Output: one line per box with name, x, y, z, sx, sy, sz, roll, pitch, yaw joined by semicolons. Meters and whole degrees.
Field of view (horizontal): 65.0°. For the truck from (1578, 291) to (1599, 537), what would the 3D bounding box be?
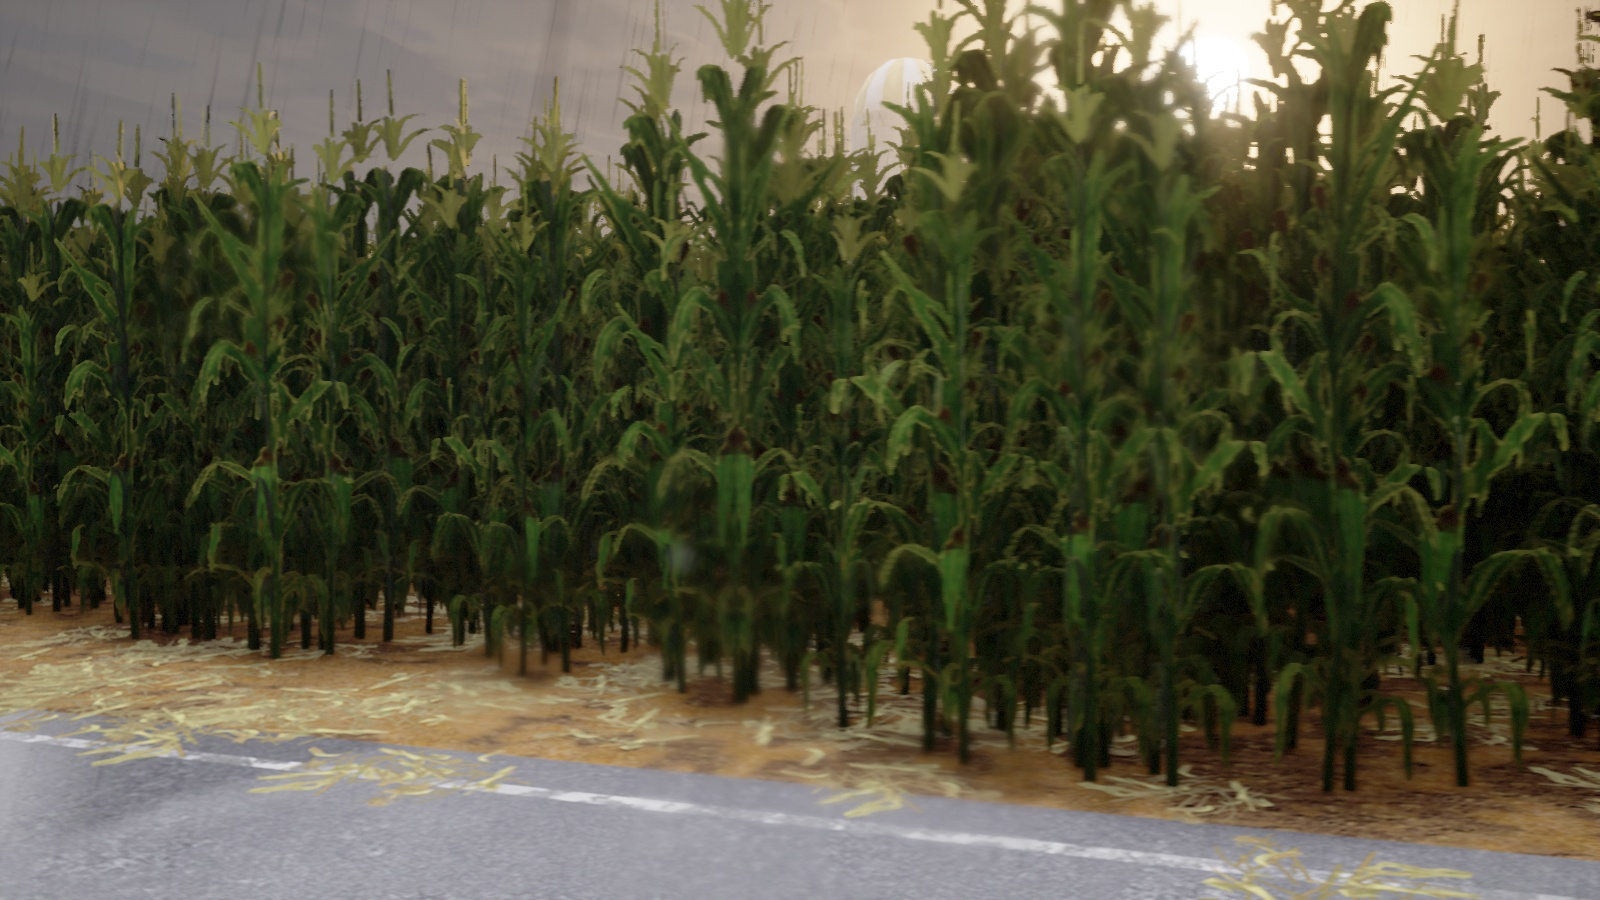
truck;12.814;-0.516;16.249;2.891;3.827;8.468;1;1;20
